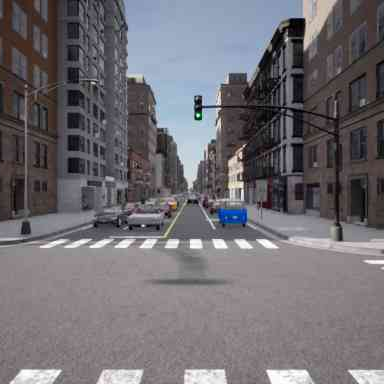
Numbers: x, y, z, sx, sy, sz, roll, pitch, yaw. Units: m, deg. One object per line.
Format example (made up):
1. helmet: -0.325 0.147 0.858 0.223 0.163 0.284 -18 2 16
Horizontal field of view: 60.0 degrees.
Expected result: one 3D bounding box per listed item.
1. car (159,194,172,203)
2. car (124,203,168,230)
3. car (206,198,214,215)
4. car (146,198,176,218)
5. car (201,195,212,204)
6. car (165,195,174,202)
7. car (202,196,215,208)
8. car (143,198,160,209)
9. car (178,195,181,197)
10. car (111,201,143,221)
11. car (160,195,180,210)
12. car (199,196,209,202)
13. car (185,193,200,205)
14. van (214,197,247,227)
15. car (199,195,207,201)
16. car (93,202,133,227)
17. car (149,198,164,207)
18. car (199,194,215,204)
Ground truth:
1. car: -5.358 1.292 67.868 2.192 1.841 5.009 0 0 0
2. car: -2.811 1.600 21.121 1.895 1.301 4.718 0 0 -1
3. car: 2.652 1.580 33.781 1.802 1.307 4.206 0 0 0
4. car: -2.833 1.562 30.266 1.994 1.385 4.181 0 0 0
5. car: 2.665 1.422 62.188 1.967 1.590 4.097 0 0 0
6. car: -5.353 1.409 79.232 1.967 1.590 4.097 0 0 0
7. car: 2.657 1.576 45.144 1.802 1.307 4.206 0 0 0
8. car: -5.368 1.519 44.971 1.752 1.417 4.829 0 0 0
9. car: -2.788 1.591 50.018 1.895 1.301 4.718 0 0 0
10. car: -5.376 1.543 28.095 1.887 1.381 4.507 0 0 0
11. car: -2.826 1.474 39.912 1.882 1.535 5.008 0 0 0
12. car: 2.670 1.524 73.550 2.008 1.369 4.403 0 0 0
13. car: 0.135 1.463 56.841 1.882 1.535 5.008 0 0 0
14. van: 2.647 1.340 22.419 1.690 1.788 3.998 0 0 0
15. car: 2.675 1.530 84.913 1.947 1.339 4.313 0 0 0
16. car: -5.378 1.549 22.413 2.008 1.369 4.403 0 0 0
17. car: -5.365 1.556 50.823 1.947 1.339 4.313 0 0 0
18. car: 2.660 1.305 50.825 2.192 1.841 5.009 0 0 0
